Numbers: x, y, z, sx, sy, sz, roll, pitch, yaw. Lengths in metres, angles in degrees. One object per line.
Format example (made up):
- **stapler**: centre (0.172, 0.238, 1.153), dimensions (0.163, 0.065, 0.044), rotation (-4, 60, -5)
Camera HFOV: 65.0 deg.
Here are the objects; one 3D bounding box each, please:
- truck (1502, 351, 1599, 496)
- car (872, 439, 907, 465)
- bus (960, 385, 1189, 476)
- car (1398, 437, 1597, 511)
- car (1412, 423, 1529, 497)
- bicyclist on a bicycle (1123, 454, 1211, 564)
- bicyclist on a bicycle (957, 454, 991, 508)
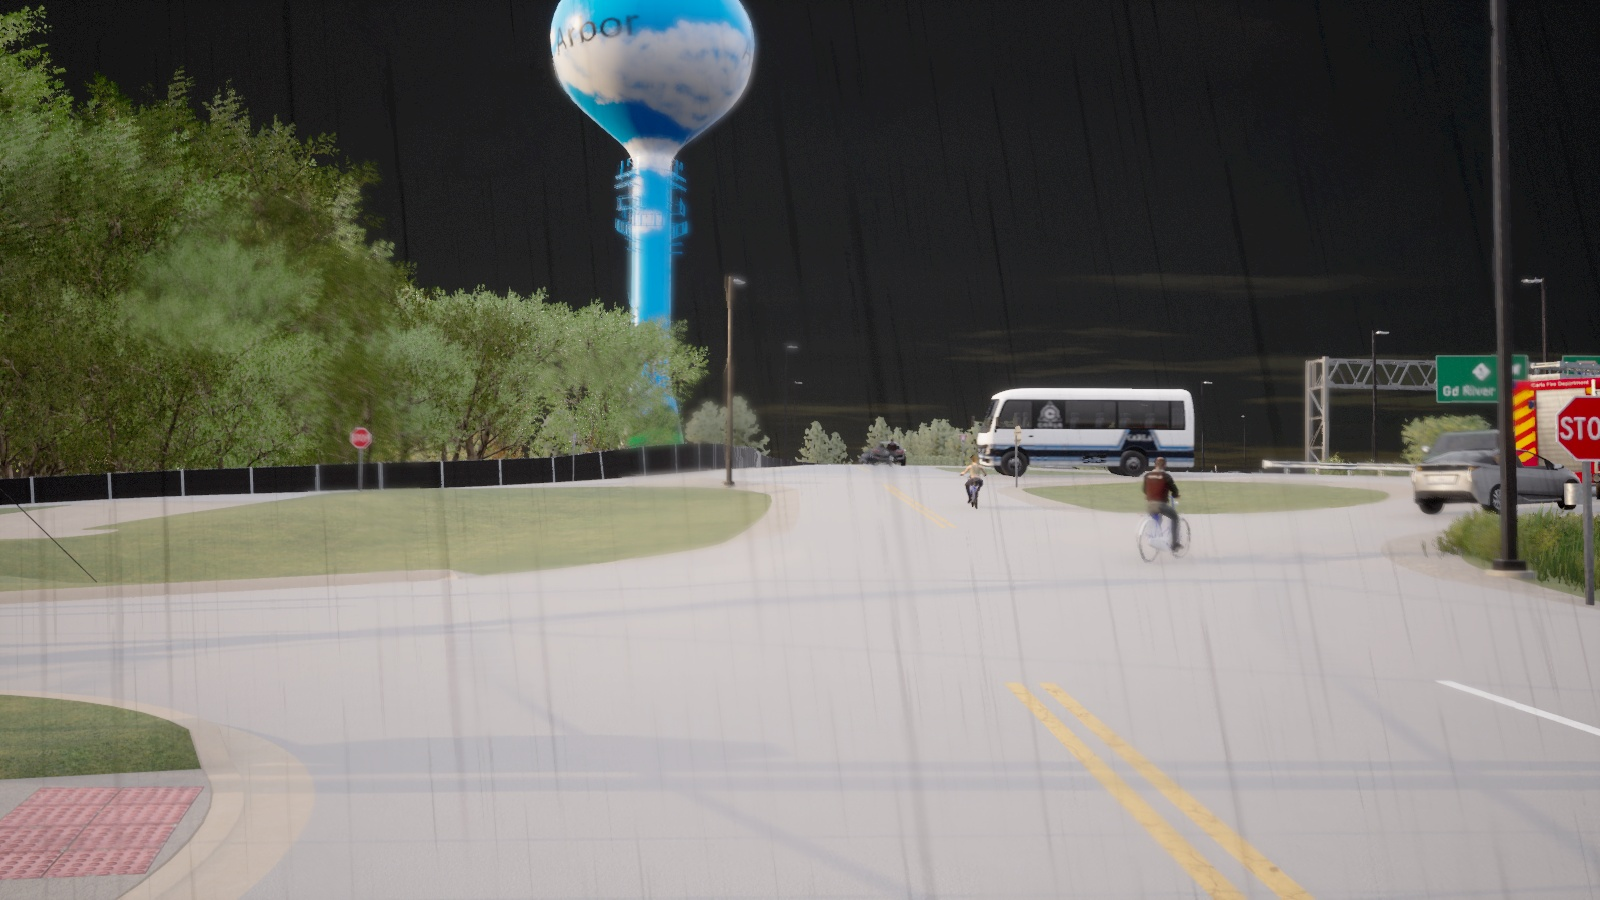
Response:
- **truck**: centre (23.859, -0.753, 36.733), dimensions (8.468, 3.827, 2.891), rotation (-1, -1, -40)
- **car**: centre (6.197, 0.154, 86.780), dimensions (2.242, 1.667, 4.611), rotation (1, -1, 6)
- **bus**: centre (13.142, -0.955, 61.013), dimensions (10.273, 4.253, 3.944), rotation (0, 1, 1)
- **car**: centre (16.542, 0.550, 29.741), dimensions (4.514, 1.525, 2.007), rotation (-2, -1, -30)
- **car**: centre (20.557, 0.261, 38.383), dimensions (2.150, 2.045, 5.566), rotation (-2, 0, 38)
- **bicyclist on a bicycle**: centre (6.237, 0.957, 21.285), dimensions (0.659, 1.776, 1.843), rotation (-1, 0, 42)
- **bicyclist on a bicycle**: centre (5.373, 0.945, 38.829), dimensions (0.866, 1.612, 1.509), rotation (0, 1, 2)
